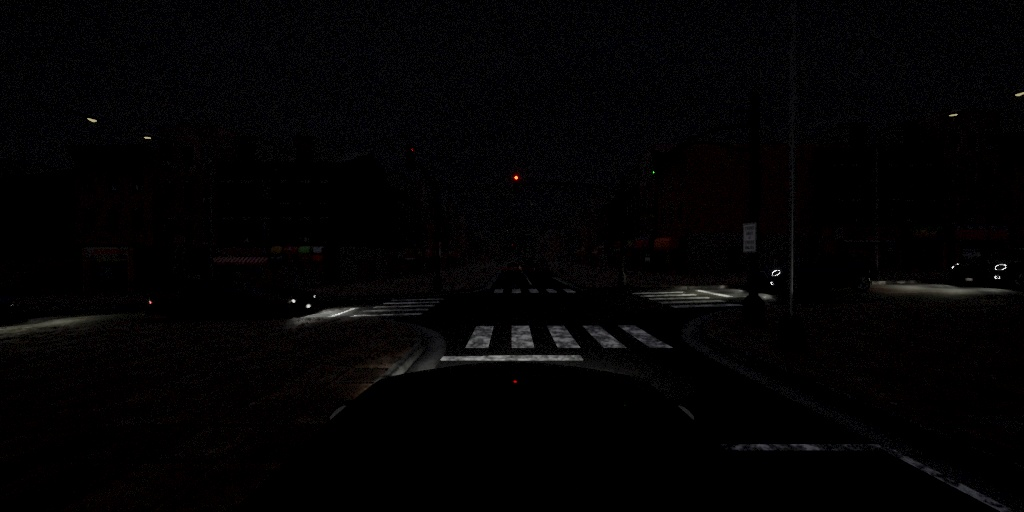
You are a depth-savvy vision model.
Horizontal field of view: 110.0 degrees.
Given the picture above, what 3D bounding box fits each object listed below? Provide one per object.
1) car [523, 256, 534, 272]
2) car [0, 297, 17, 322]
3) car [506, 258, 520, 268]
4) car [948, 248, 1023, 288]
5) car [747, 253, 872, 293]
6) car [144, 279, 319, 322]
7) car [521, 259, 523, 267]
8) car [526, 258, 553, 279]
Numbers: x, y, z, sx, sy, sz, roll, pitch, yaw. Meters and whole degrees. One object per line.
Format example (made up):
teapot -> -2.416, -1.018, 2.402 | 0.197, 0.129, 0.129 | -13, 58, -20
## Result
car -> 2.634, 1.112, 38.567 | 2.192, 1.841, 5.009 | 0, 0, 0
car -> -21.731, 1.892, 13.317 | 5.008, 1.535, 1.882 | -2, 0, 0
car -> 0.094, 1.398, 62.696 | 1.812, 1.442, 4.674 | 0, 0, 0
car -> 23.077, 0.434, 16.351 | 4.553, 1.767, 2.097 | -1, 0, 0
car -> 13.359, 0.685, 16.355 | 4.553, 1.767, 2.097 | -1, 0, 1
car -> -10.279, 1.568, 13.356 | 5.357, 1.411, 2.033 | -2, 0, -1
car -> 2.634, 1.126, 43.970 | 2.192, 1.841, 5.009 | 0, 0, 0
car -> 2.635, 1.225, 33.166 | 1.967, 1.591, 4.097 | 0, 0, 0
